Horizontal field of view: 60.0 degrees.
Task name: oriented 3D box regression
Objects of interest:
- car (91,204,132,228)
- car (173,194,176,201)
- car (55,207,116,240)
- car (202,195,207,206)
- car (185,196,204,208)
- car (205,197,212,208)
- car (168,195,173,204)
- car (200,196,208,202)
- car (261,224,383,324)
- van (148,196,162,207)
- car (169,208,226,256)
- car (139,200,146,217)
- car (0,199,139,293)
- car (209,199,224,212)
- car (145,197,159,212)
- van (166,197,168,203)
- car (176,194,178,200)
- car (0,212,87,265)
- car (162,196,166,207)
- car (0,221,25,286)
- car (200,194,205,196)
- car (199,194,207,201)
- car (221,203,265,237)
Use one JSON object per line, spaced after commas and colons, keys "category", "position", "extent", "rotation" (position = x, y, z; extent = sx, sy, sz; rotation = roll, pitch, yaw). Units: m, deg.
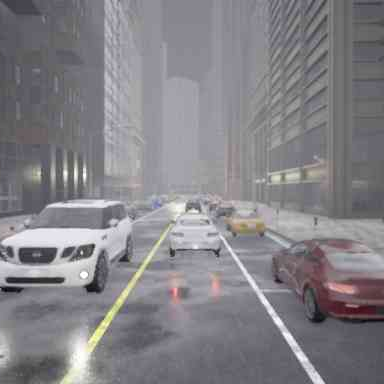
{"category": "car", "position": [-5.642, 1.621, 23.867], "extent": [1.887, 1.381, 4.507], "rotation": [-1, 0, 0]}
{"category": "car", "position": [-5.555, 1.761, 80.115], "extent": [1.947, 1.339, 4.313], "rotation": [-1, 0, 0]}
{"category": "car", "position": [-5.650, 1.605, 18.243], "extent": [1.887, 1.381, 4.507], "rotation": [-1, 0, 0]}
{"category": "car", "position": [2.936, 1.702, 57.606], "extent": [1.887, 1.381, 4.507], "rotation": [-1, 0, 0]}
{"category": "car", "position": [0.159, 1.622, 39.790], "extent": [1.837, 1.490, 4.892], "rotation": [0, 0, 0]}
{"category": "car", "position": [2.909, 1.664, 40.733], "extent": [1.887, 1.381, 4.507], "rotation": [-1, 0, 0]}
{"category": "car", "position": [-5.572, 1.760, 68.864], "extent": [1.802, 1.307, 4.206], "rotation": [-1, 0, 0]}
{"category": "car", "position": [2.979, 1.768, 85.729], "extent": [1.947, 1.339, 4.313], "rotation": [-1, 0, 0]}
{"category": "car", "position": [2.858, 1.606, 6.986], "extent": [1.802, 1.307, 4.206], "rotation": [-1, 0, 0]}
{"category": "van", "position": [-5.609, 1.475, 46.366], "extent": [1.690, 1.788, 3.998], "rotation": [-1, 0, 0]}
{"category": "car", "position": [0.087, 1.570, 13.280], "extent": [1.812, 1.442, 4.674], "rotation": [0, 0, -1]}
{"category": "car", "position": [-5.633, 1.643, 29.492], "extent": [2.008, 1.369, 4.403], "rotation": [-1, 0, 0]}
{"category": "car", "position": [-3.088, 1.254, 9.290], "extent": [2.150, 2.045, 5.566], "rotation": [0, 0, 0]}
{"category": "car", "position": [2.892, 1.642, 29.484], "extent": [2.008, 1.369, 4.403], "rotation": [-1, 0, 0]}
{"category": "car", "position": [-5.616, 1.671, 40.741], "extent": [2.008, 1.369, 4.403], "rotation": [-1, 0, 0]}
{"category": "van", "position": [-5.592, 1.499, 57.616], "extent": [1.690, 1.788, 3.998], "rotation": [-1, 0, 0]}
{"category": "car", "position": [-5.538, 1.776, 91.364], "extent": [1.947, 1.339, 4.313], "rotation": [-1, 0, 0]}
{"category": "car", "position": [-5.659, 1.588, 12.618], "extent": [1.887, 1.381, 4.507], "rotation": [-1, 0, 0]}
{"category": "car", "position": [-5.600, 1.587, 51.991], "extent": [1.967, 1.590, 4.097], "rotation": [-1, 0, 0]}
{"category": "car", "position": [-5.668, 1.570, 6.993], "extent": [1.887, 1.381, 4.507], "rotation": [-1, 0, 0]}
{"category": "car", "position": [2.943, 1.608, 63.231], "extent": [1.967, 1.590, 4.097], "rotation": [-1, 0, 0]}
{"category": "car", "position": [2.985, 1.524, 91.354], "extent": [2.192, 1.841, 5.009], "rotation": [-1, 0, 0]}
{"category": "car", "position": [2.875, 1.585, 18.405], "extent": [1.752, 1.417, 4.829], "rotation": [-1, 0, 0]}
